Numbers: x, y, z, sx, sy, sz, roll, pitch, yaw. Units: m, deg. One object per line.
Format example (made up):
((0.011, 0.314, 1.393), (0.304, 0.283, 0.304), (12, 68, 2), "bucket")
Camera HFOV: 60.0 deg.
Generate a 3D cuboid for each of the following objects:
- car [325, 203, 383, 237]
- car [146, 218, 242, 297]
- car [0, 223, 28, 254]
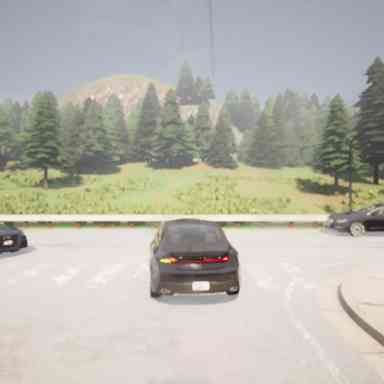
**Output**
((9.012, 1.305, 16.005), (4.902, 1.511, 2.128), (0, 1, 0), "car")
((-0.107, 1.407, 8.352), (1.837, 1.490, 4.892), (0, 1, -6), "car")
((-7.734, 1.432, 11.309), (4.181, 1.385, 1.994), (0, 1, 20), "car")
